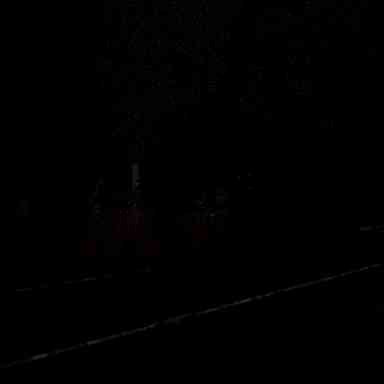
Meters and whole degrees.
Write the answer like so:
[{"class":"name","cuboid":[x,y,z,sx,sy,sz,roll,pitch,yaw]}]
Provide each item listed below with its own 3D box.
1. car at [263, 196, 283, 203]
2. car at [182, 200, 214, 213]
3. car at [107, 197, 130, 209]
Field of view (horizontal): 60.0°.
[{"class":"car","cuboid":[16.487,1.510,67.834,1.970,1.475,3.806,0,-1,-37]},{"class":"car","cuboid":[0.596,1.746,39.740,1.812,1.442,4.674,0,-1,-37]},{"class":"car","cuboid":[-12.779,1.898,57.717,2.150,2.045,5.566,0,-1,-37]}]
